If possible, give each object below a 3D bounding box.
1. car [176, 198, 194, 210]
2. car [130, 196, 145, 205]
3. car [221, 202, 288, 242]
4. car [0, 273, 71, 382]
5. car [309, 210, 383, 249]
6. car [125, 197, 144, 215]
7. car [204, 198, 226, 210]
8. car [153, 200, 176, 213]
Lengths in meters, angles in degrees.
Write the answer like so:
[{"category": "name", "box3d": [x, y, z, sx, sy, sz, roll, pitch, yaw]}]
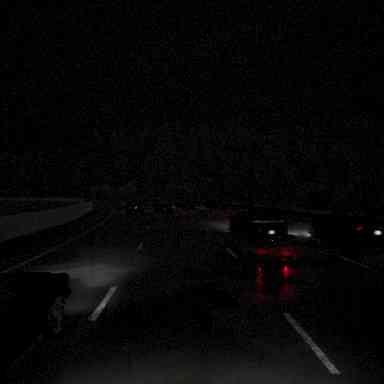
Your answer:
[{"category": "car", "box3d": [-1.036, 1.518, 43.407, 2.128, 1.511, 4.902, -1, 0, -14]}, {"category": "car", "box3d": [-10.595, 1.641, 63.986, 1.882, 1.535, 5.008, 0, 0, -20]}, {"category": "car", "box3d": [3.074, 1.454, 16.216, 2.128, 1.511, 4.902, -1, 0, -5]}, {"category": "car", "box3d": [-2.980, 1.643, 3.738, 1.895, 1.301, 4.718, -1, 0, -2]}, {"category": "car", "box3d": [6.688, 1.476, 14.253, 1.994, 1.385, 4.181, -1, 0, -5]}, {"category": "car", "box3d": [-6.240, 1.643, 36.053, 2.033, 1.411, 5.357, -1, 0, -13]}, {"category": "car", "box3d": [2.899, 1.463, 41.719, 2.128, 1.511, 4.902, -1, 0, -13]}, {"category": "car", "box3d": [-3.361, 1.582, 37.393, 1.812, 1.442, 4.674, 0, 0, -12]}]
